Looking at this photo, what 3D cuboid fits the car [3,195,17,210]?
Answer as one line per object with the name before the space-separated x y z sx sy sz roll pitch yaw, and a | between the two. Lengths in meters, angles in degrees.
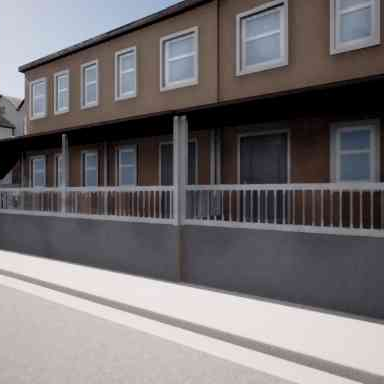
car | -15.560 1.057 28.146 1.994 1.385 4.181 0 14 35
